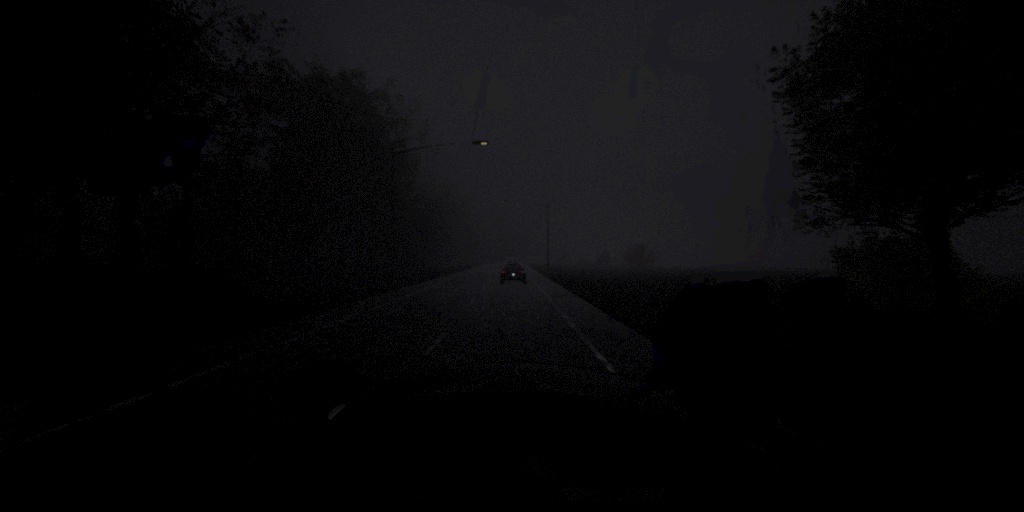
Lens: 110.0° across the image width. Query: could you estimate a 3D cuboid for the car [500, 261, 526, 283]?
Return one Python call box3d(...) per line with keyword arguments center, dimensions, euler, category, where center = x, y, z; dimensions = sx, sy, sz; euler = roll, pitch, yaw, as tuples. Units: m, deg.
box3d(center=(0.102, 1.317, 28.133), dimensions=(1.994, 1.385, 4.181), euler=(0, 0, 0), category="car")
